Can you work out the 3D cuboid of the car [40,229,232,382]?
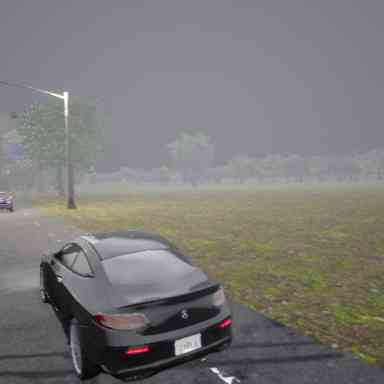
[{"bbox_3d":[-1.237,1.345,5.335,1.812,1.442,4.674,-3,3,-31],"label":"car"}]

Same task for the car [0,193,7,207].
[{"bbox_3d":[-22.304,0.917,37.894,1.994,1.385,4.181,-3,2,-30],"label":"car"}]

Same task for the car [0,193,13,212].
[{"bbox_3d":[-16.944,0.836,29.102,2.097,1.767,4.553,-3,2,-31],"label":"car"}]
